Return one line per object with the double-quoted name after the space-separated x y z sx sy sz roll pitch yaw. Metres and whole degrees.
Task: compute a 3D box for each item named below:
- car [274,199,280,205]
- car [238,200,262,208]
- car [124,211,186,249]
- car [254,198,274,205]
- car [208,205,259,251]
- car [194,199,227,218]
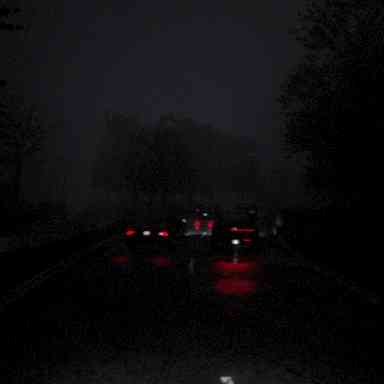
17.711 2.132 75.150 1.994 1.385 4.181 1 -1 -37 "car"
4.783 1.620 28.900 1.895 1.301 4.718 1 0 13 "car"
-1.410 1.549 14.611 2.033 1.411 5.357 1 0 6 "car"
14.886 2.056 73.431 2.128 1.511 4.902 1 -1 -37 "car"
1.872 1.553 14.591 1.837 1.490 4.892 1 1 6 "car"
1.624 1.581 29.636 1.895 1.301 4.718 1 0 13 "car"
